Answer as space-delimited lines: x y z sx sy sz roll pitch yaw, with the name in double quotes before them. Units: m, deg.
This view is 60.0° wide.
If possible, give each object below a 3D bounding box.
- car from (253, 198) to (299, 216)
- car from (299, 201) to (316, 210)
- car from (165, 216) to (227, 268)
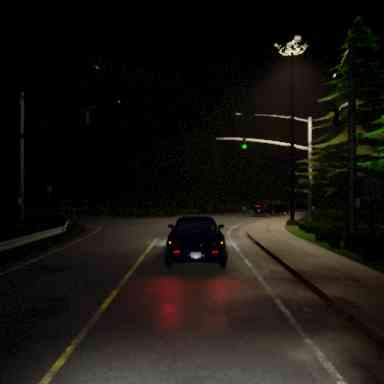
"car" 7.999 1.513 32.530 4.902 1.511 2.128 0 0 -43
"car" 12.583 1.505 40.176 5.008 1.535 1.882 0 0 -22
"car" 0.139 1.532 11.258 1.812 1.442 4.674 0 0 1
